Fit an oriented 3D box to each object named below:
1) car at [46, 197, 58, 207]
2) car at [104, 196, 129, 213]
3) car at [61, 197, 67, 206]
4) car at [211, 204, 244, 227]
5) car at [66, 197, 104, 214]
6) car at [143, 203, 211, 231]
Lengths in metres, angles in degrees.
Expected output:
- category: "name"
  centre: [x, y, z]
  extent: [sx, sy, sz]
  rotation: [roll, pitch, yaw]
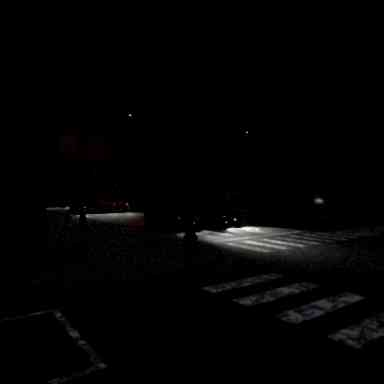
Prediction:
- category: "car"
  centre: [-21.214, 1.478, 48.586]
  extent: [2.033, 1.411, 5.357]
  rotation: [0, 0, -36]
- category: "car"
  centre: [-8.622, 1.298, 36.476]
  extent: [2.097, 1.767, 4.553]
  rotation: [0, 0, -36]
- category: "car"
  centre: [-18.575, 1.449, 50.483]
  extent: [1.812, 1.442, 4.674]
  rotation: [0, 0, -36]
- category: "car"
  centre: [1.516, 1.535, 22.358]
  extent: [1.994, 1.385, 4.181]
  rotation: [0, 0, -36]
- category: "car"
  centre: [-11.142, 1.455, 34.412]
  extent: [1.837, 1.490, 4.892]
  rotation: [0, 0, -36]
- category: "car"
  centre: [-1.336, 1.466, 20.760]
  extent: [2.128, 1.511, 4.902]
  rotation: [0, 0, -36]
